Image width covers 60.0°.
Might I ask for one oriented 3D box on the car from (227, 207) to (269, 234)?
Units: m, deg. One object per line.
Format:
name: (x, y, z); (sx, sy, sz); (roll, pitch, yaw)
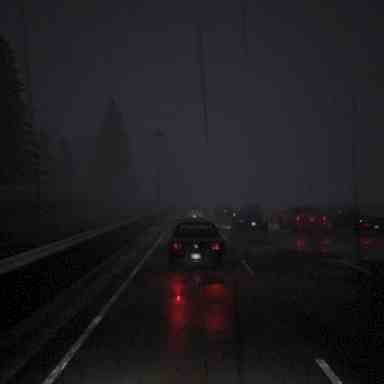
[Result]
car: (3.682, 1.890, 21.845); (1.994, 1.385, 4.181); (0, -1, 0)

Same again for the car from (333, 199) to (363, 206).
car: (14.226, 1.846, 32.429); (2.097, 1.767, 4.553); (0, -1, 0)

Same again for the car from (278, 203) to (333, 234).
car: (7.183, 1.684, 22.021); (2.097, 1.767, 4.553); (0, -1, 0)

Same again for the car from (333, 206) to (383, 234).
car: (10.681, 1.856, 21.543); (1.812, 1.442, 4.674); (0, -1, 0)

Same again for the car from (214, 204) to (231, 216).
car: (3.755, 2.150, 39.697); (1.994, 1.385, 4.181); (0, -1, 0)

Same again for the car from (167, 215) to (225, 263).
car: (0.145, 1.790, 12.823); (1.895, 1.301, 4.718); (0, -1, 0)

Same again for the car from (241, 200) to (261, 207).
car: (7.258, 2.076, 40.183); (1.882, 1.535, 5.008); (0, -1, 0)

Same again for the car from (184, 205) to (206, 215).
car: (0.226, 1.999, 32.284); (1.812, 1.442, 4.674); (0, -1, 0)
